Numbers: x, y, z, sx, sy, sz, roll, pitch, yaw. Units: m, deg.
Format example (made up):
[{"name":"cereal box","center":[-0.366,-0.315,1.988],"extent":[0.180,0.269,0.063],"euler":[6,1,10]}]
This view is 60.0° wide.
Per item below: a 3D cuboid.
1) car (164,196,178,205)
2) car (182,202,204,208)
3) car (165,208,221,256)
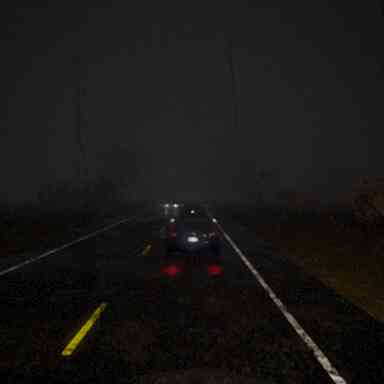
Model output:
[{"name":"car","center":[-3.540,1.434,57.370],"extent":[1.812,1.442,4.674],"euler":[0,0,0]},{"name":"car","center":[0.059,1.538,28.217],"extent":[1.994,1.385,4.181],"euler":[0,0,0]},{"name":"car","center":[0.053,1.557,13.136],"extent":[1.994,1.385,4.181],"euler":[0,0,0]}]
